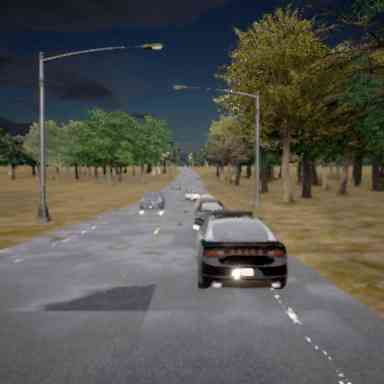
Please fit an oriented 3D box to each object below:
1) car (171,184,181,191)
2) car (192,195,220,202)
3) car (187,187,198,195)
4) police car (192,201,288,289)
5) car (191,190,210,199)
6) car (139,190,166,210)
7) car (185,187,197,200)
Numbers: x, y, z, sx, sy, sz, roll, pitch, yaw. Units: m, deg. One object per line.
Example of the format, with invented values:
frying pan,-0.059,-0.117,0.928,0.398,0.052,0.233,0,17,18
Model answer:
car,-3.459,-0.982,71.731,1.994,1.385,4.181,0,4,0
car,1.062,1.157,18.799,1.812,1.442,4.674,0,1,0
car,0.035,-0.205,59.475,1.895,1.301,4.718,0,3,0
police car,1.056,1.273,8.910,1.930,1.638,5.238,0,1,0
car,1.065,0.932,24.984,1.801,1.575,5.366,0,1,0
car,-3.571,0.671,31.013,2.097,1.767,4.553,0,2,0
car,0.039,0.439,45.467,1.895,1.301,4.718,0,2,0
